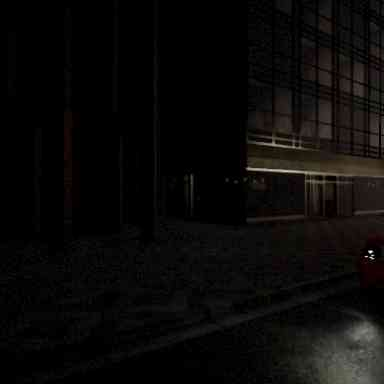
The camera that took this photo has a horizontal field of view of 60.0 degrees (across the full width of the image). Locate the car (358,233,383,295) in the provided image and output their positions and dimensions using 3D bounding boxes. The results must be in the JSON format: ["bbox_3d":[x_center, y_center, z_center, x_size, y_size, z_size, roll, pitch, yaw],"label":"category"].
[{"bbox_3d":[6.114,1.217,7.623,5.566,2.045,2.150,0,0,-36],"label":"car"}]
